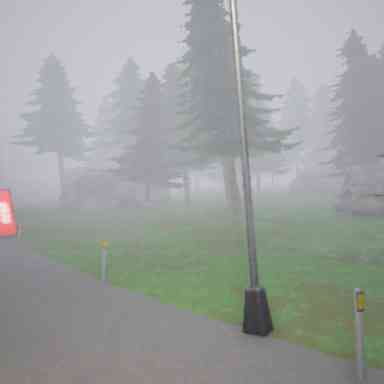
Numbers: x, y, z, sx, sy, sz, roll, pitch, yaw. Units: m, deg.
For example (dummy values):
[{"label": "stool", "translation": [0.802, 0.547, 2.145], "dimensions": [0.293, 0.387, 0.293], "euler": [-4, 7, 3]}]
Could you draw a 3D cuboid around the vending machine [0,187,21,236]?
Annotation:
[{"label": "vending machine", "translation": [-8.636, 0.916, 15.209], "dimensions": [1.100, 2.100, 0.880], "euler": [-8, 0, -35]}]
